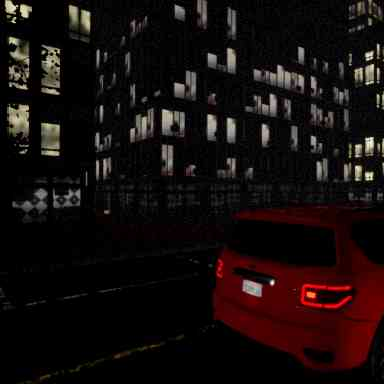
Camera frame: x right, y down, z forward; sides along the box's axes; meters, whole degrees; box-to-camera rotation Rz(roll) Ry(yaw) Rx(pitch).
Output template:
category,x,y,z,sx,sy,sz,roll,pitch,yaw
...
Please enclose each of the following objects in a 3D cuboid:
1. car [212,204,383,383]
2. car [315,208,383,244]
category,x,y,z,sx,sy,sz,roll,pitch,yaw
car,2.870,1.221,5.475,5.566,2.045,2.150,0,0,-36
car,8.140,1.563,16.226,4.313,1.339,1.947,0,0,-36
